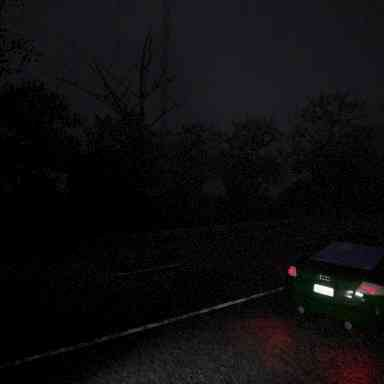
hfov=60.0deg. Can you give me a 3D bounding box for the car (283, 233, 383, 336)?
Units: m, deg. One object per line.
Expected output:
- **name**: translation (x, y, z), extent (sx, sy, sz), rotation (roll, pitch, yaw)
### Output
- **car**: translation (3.713, 1.499, 6.458), extent (4.181, 1.385, 1.994), rotation (-1, 1, -36)
